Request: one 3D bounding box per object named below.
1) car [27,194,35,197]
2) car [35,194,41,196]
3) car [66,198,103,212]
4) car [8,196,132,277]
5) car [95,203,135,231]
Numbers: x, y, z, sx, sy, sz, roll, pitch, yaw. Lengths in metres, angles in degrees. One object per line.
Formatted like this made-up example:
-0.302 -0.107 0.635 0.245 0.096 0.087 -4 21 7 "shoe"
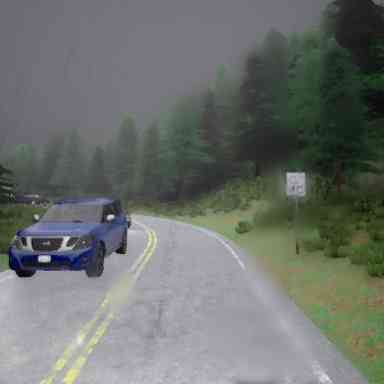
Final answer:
-22.523 0.842 40.950 5.357 1.411 2.033 3 -3 23 "car"
-21.192 1.018 43.890 5.008 1.535 1.882 3 -3 23 "car"
-12.441 1.484 38.388 4.718 1.301 1.895 2 -2 42 "car"
-3.516 1.242 10.669 2.150 2.045 5.566 0 0 0 "car"
-5.189 1.528 21.866 2.033 1.411 5.357 1 0 -19 "car"
